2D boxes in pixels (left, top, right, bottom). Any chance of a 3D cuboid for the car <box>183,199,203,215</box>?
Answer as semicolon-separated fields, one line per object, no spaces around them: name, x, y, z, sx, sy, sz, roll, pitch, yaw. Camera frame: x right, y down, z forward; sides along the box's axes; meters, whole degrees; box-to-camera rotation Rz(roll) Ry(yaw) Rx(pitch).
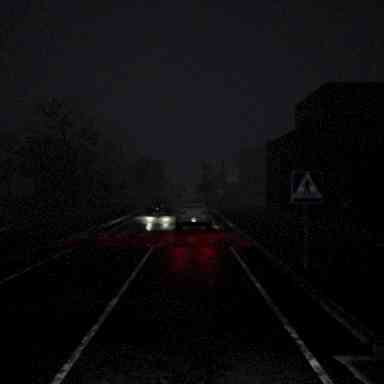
car;0.151;1.510;34.952;1.882;1.535;5.008;0;0;1

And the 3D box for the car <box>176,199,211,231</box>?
car;0.088;1.437;18.766;1.812;1.442;4.674;0;-7;0

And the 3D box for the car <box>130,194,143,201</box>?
car;-11.738;1.209;75.768;1.882;1.535;5.008;2;1;44

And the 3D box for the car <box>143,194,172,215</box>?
car;-3.271;1.260;34.284;2.150;2.045;5.566;0;0;0
